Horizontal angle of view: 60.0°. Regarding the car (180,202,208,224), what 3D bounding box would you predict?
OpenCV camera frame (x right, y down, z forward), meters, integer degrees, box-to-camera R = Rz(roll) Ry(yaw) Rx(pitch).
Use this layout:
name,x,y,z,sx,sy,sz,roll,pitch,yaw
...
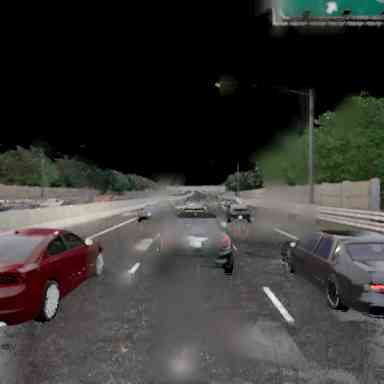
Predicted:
name,x,y,z,sx,sy,sz,roll,pitch,yaw
car,0.177,1.657,27.520,2.128,1.511,4.902,0,0,0

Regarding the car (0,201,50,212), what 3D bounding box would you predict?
name,x,y,z,sx,sy,sz,roll,pitch,yaw
car,-14.014,1.728,27.733,1.994,1.385,4.181,0,0,0

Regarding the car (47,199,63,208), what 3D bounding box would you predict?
name,x,y,z,sx,sy,sz,roll,pitch,yaw
car,-20.791,1.820,49.510,1.812,1.442,4.674,0,-1,1

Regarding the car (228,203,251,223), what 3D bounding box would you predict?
name,x,y,z,sx,sy,sz,roll,pitch,yaw
car,3.678,1.672,27.626,1.837,1.490,4.892,0,0,0

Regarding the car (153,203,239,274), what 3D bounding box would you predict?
name,x,y,z,sx,sy,sz,roll,pitch,yaw
car,0.111,1.420,10.956,2.097,1.767,4.553,0,0,0

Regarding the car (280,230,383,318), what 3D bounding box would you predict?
name,x,y,z,sx,sy,sz,roll,pitch,yaw
car,3.604,1.597,7.773,2.033,1.411,5.357,0,0,0

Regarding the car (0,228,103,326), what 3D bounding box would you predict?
name,x,y,z,sx,sy,sz,roll,pitch,yaw
car,-3.403,1.523,7.298,1.882,1.535,5.008,0,0,0

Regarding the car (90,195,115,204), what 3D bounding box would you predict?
name,x,y,z,sx,sy,sz,roll,pitch,yaw
car,-13.741,1.539,52.584,2.150,2.045,5.566,0,-1,1

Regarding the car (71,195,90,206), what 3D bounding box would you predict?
name,x,y,z,sx,sy,sz,roll,pitch,yaw
car,-17.235,1.540,52.885,2.150,2.045,5.566,0,-1,1

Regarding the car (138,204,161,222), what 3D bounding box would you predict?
name,x,y,z,sx,sy,sz,roll,pitch,yaw
car,-3.318,1.733,28.194,1.994,1.385,4.181,0,0,0
